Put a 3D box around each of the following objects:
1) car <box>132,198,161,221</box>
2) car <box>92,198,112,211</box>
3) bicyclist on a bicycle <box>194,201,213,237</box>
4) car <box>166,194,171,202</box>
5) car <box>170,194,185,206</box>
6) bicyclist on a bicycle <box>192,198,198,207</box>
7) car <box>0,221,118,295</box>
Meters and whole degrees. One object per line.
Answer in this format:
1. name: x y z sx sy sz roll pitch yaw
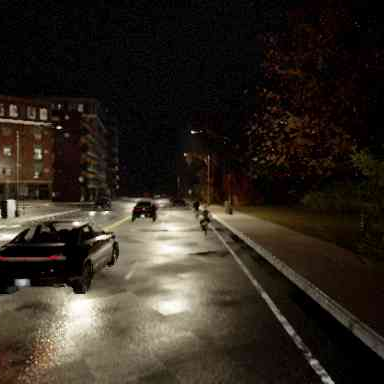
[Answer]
1. car: -3.736 1.518 26.992 1.837 1.490 4.892 0 0 -2
2. car: -11.051 1.556 41.082 1.837 1.490 4.892 0 0 -7
3. bicyclist on a bicycle: 0.673 1.443 17.002 0.866 1.612 1.509 0 0 -2
4. car: -3.880 1.360 72.371 2.097 1.767 4.553 0 0 -6
5. car: -2.221 1.486 55.501 1.882 1.535 5.008 0 0 -5
6. bicyclist on a bicycle: 0.341 1.379 26.299 0.659 1.776 1.843 0 0 -2
7. car: -3.239 1.498 8.712 2.128 1.511 4.902 0 0 -1
